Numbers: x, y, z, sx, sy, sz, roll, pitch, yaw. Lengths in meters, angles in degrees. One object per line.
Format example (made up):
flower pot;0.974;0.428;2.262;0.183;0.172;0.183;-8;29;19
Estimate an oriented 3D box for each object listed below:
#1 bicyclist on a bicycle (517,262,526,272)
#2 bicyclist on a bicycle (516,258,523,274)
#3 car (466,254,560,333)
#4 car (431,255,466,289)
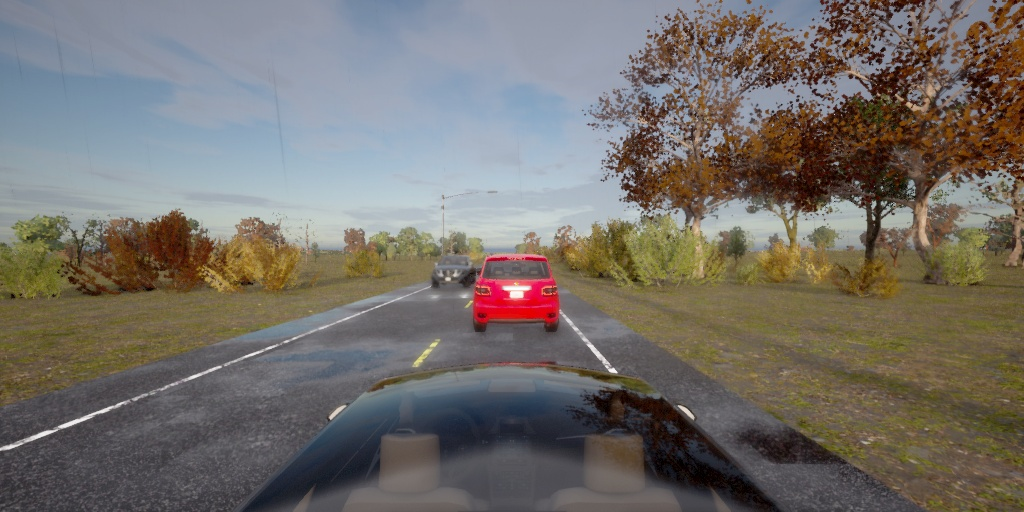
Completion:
bicyclist on a bicycle;0.880;1.110;30.010;0.659;1.776;1.843;0;0;0
bicyclist on a bicycle;0.812;1.107;40.022;0.659;1.776;1.843;0;0;0
car;0.085;0.968;10.833;2.150;2.045;5.566;0;0;-1
car;-3.651;0.964;23.177;2.150;2.045;5.566;0;0;0
